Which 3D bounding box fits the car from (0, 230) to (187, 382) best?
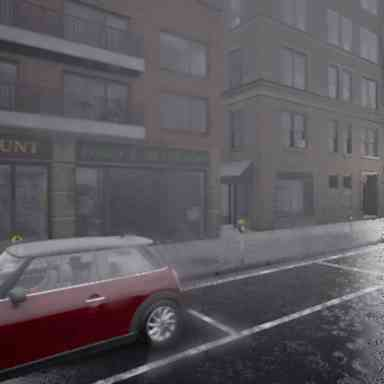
[{"bbox_3d":[-2.161,1.435,4.646,4.097,1.590,1.967,0,0,-35],"label":"car"}]
